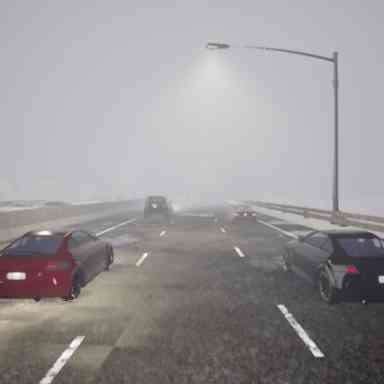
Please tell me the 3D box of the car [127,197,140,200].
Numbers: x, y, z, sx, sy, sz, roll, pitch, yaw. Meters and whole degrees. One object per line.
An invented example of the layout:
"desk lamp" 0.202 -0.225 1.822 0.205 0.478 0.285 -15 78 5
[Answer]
"car" -12.349 1.841 74.286 1.882 1.535 5.008 0 0 2

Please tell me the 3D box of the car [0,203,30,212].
"car" -17.242 1.734 33.249 1.895 1.301 4.718 0 0 1

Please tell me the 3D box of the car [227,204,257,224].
"car" 3.824 1.653 26.057 2.033 1.411 5.357 0 0 1

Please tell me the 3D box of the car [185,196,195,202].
"car" -0.999 2.016 91.488 1.837 1.490 4.892 0 0 3

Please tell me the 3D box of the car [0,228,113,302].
"car" -3.364 1.592 8.411 1.994 1.385 4.181 0 0 0

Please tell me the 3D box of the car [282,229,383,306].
"car" 3.635 1.593 8.156 1.994 1.385 4.181 0 0 0

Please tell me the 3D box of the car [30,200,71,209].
"car" -13.737 1.612 33.266 1.882 1.535 5.008 0 0 1

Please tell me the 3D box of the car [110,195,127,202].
"car" -15.847 1.586 74.416 2.150 2.045 5.566 0 0 2

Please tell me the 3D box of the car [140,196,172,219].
"car" -3.093 1.348 30.864 2.150 2.045 5.566 0 0 1

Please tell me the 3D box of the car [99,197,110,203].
"car" -19.342 1.885 74.602 2.128 1.511 4.902 0 0 2
